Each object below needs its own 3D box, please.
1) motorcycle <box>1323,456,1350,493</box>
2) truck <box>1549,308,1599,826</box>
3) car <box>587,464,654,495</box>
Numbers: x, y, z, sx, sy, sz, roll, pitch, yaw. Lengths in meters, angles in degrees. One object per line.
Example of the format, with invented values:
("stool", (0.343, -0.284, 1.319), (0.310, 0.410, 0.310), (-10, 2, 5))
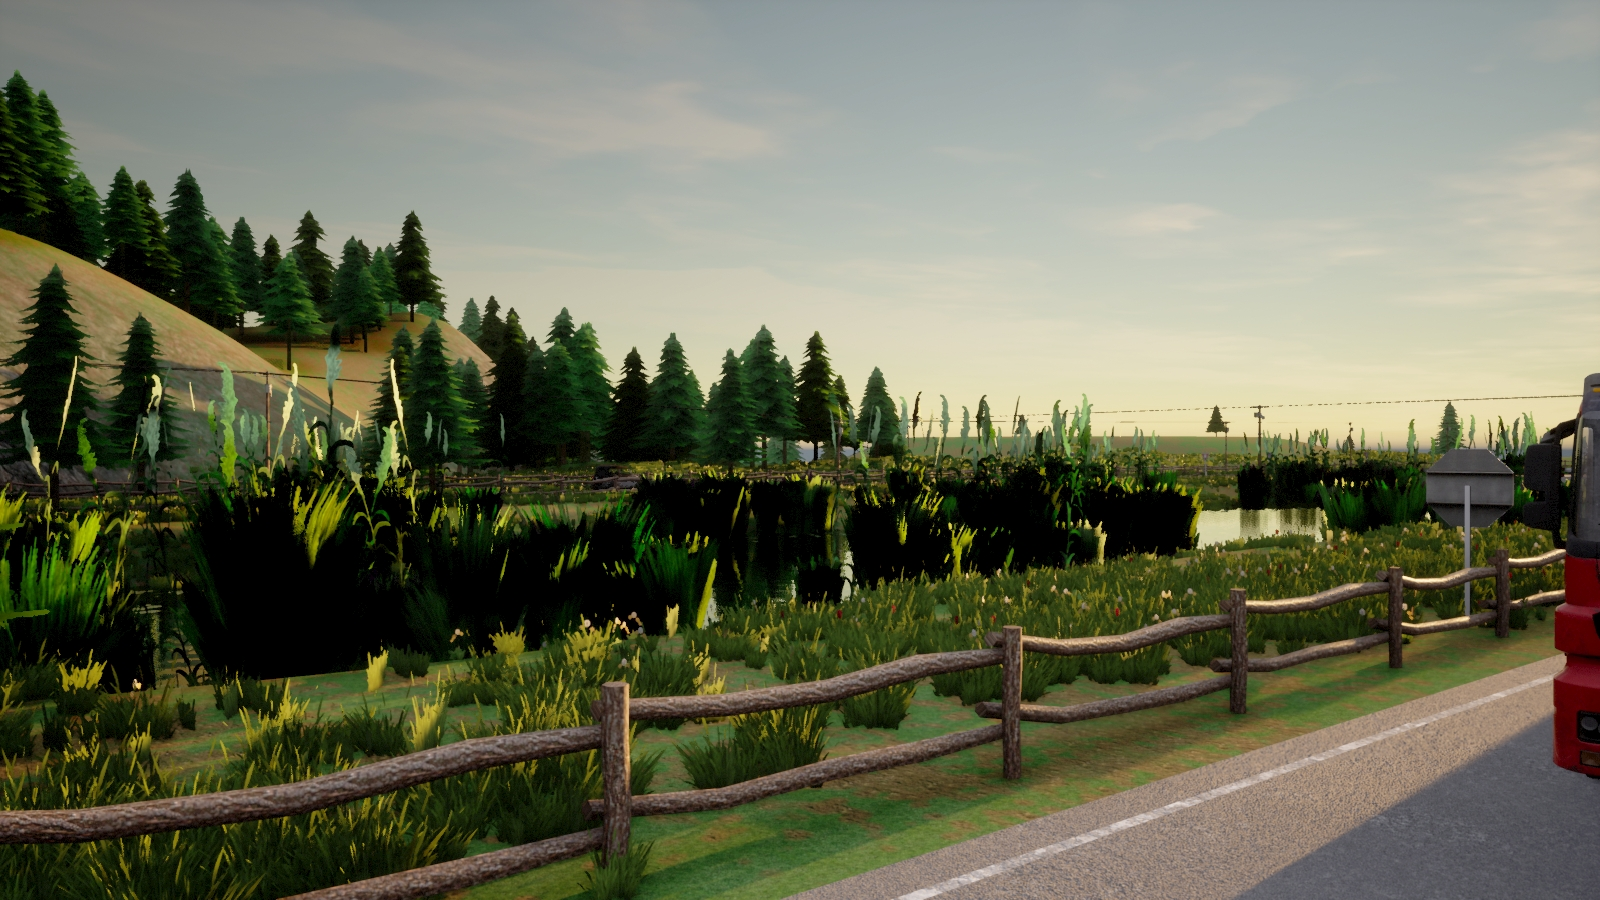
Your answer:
("motorcycle", (34.978, 1.577, 74.473), (2.033, 2.348, 0.803), (0, 0, -39))
("truck", (9.509, 0.862, 10.945), (2.891, 3.827, 8.468), (0, 0, 40))
("car", (-11.431, 1.857, 72.929), (3.866, 1.878, 1.905), (0, 0, -44))
